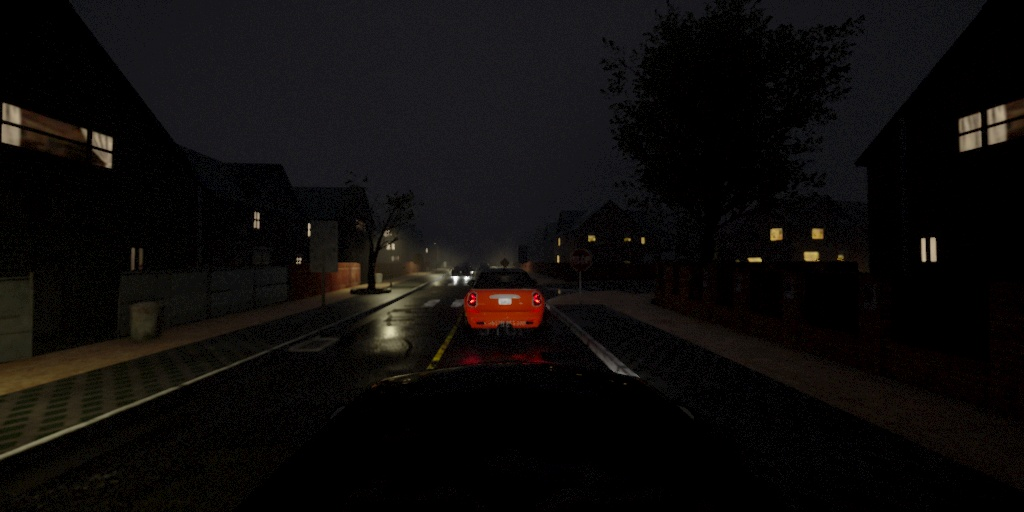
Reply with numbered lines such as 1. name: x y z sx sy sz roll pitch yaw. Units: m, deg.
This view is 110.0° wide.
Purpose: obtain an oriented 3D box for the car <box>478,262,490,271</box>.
1. car: -4.970 1.843 63.811 1.994 1.385 4.181 0 -1 -5

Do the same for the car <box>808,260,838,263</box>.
1. car: 21.666 1.091 25.300 4.553 1.767 2.097 0 -1 -6

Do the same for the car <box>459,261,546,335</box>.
1. car: -0.279 1.148 10.901 2.097 1.767 4.553 0 0 -3

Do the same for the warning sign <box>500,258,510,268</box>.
1. warning sign: -0.913 1.195 46.905 1.300 1.860 1.060 0 0 -5

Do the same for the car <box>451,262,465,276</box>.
1. car: -5.689 1.571 40.345 1.994 1.385 4.181 0 0 -5
